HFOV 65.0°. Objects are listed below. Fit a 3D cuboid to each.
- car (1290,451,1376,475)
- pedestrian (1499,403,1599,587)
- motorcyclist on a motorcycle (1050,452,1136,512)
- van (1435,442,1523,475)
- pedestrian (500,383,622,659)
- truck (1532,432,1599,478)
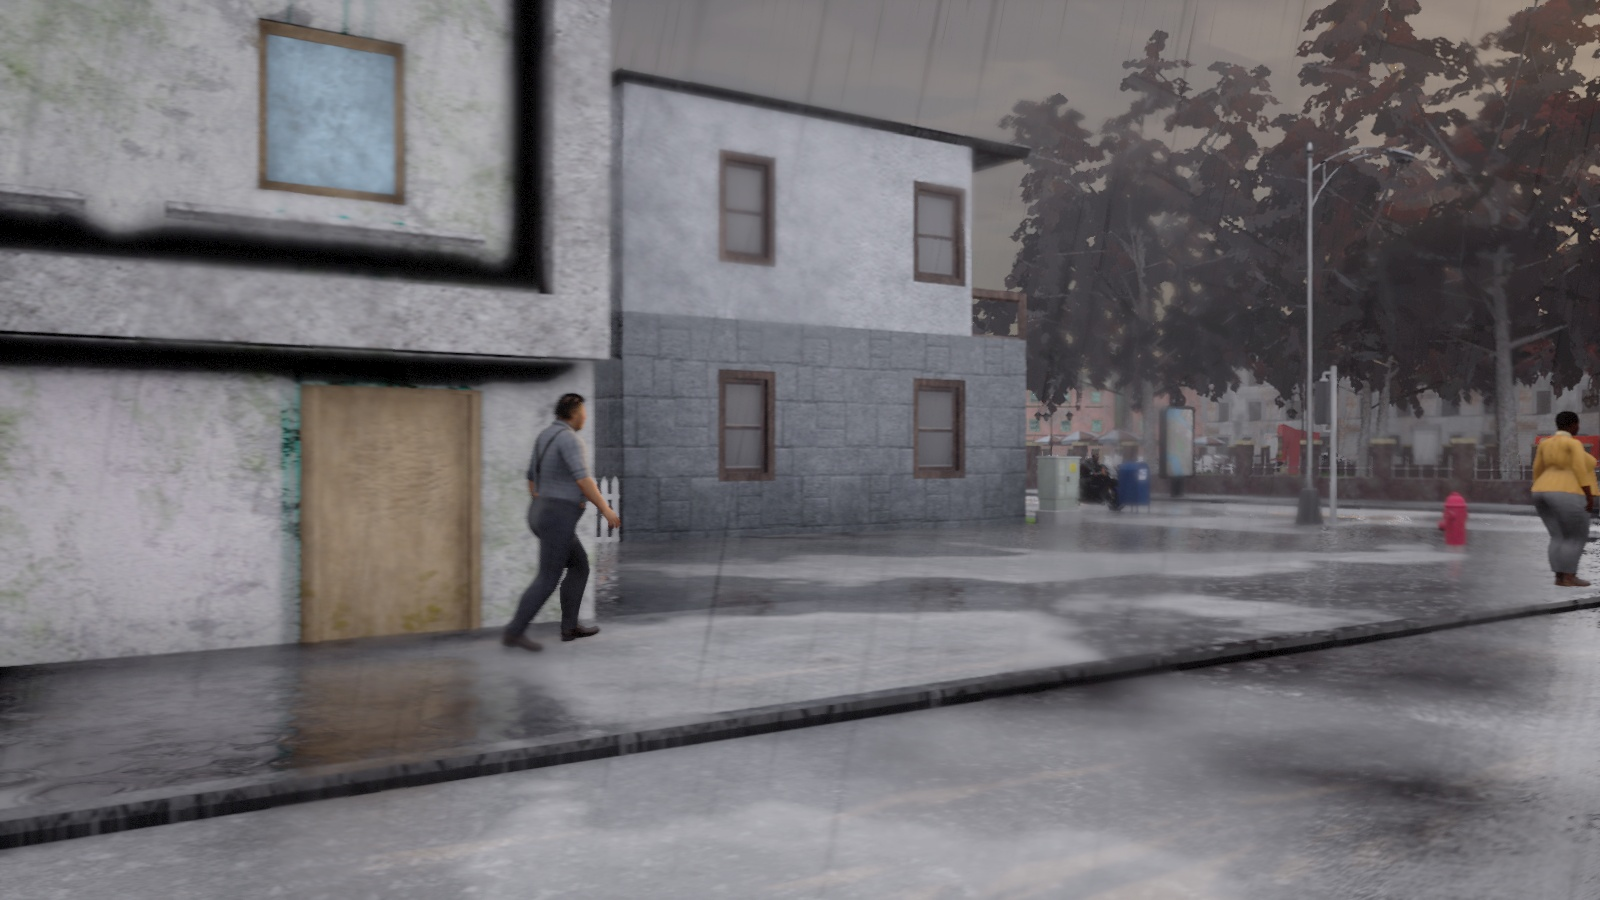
[{"bbox_3d":[34.390,0.804,81.130,1.837,1.490,4.892,0,0,-35],"label":"car"},{"bbox_3d":[8.042,0.456,13.182,0.900,1.855,0.874,0,0,-3],"label":"pedestrian"},{"bbox_3d":[7.740,0.820,33.236,0.866,1.530,2.191,0,0,-35],"label":"motorcyclist on a motorcycle"},{"bbox_3d":[41.845,0.523,77.441,1.775,1.987,4.442,0,0,-35],"label":"van"},{"bbox_3d":[-1.682,0.476,8.816,0.694,1.848,0.540,0,0,-31],"label":"pedestrian"},{"bbox_3d":[43.265,0.262,68.432,2.627,2.467,5.204,0,0,-35],"label":"truck"}]
